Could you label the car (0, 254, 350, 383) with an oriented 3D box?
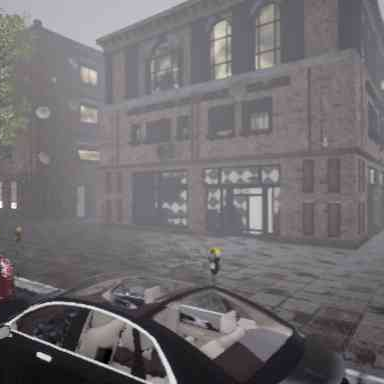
[{"bbox_3d":[-0.762,1.565,3.418,4.403,1.369,2.008,0,0,35],"label":"car"}]
